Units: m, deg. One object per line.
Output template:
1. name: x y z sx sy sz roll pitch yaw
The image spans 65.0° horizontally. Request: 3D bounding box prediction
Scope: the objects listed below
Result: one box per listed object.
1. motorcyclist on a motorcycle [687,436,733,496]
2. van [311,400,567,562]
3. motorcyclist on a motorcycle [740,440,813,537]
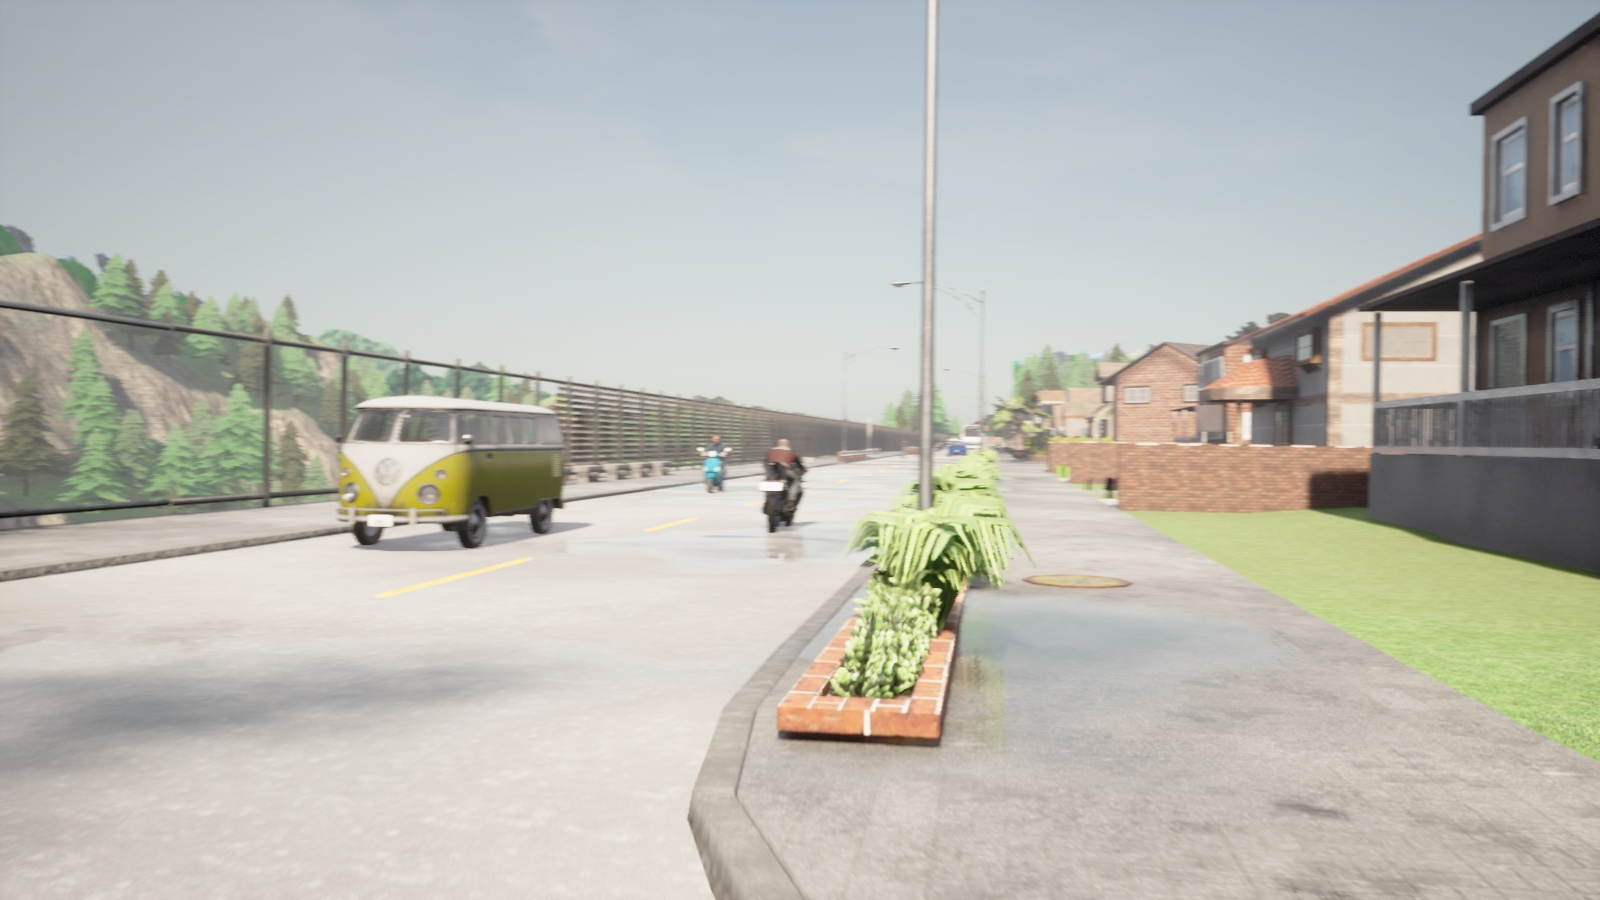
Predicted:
1. motorcyclist on a motorcycle: -2.440 0.419 34.094 0.866 1.590 1.817 0 0 8
2. van: -4.875 0.365 17.682 1.775 1.987 4.442 0 0 8
3. motorcyclist on a motorcycle: -0.360 0.599 20.848 0.866 1.530 2.191 0 0 8
